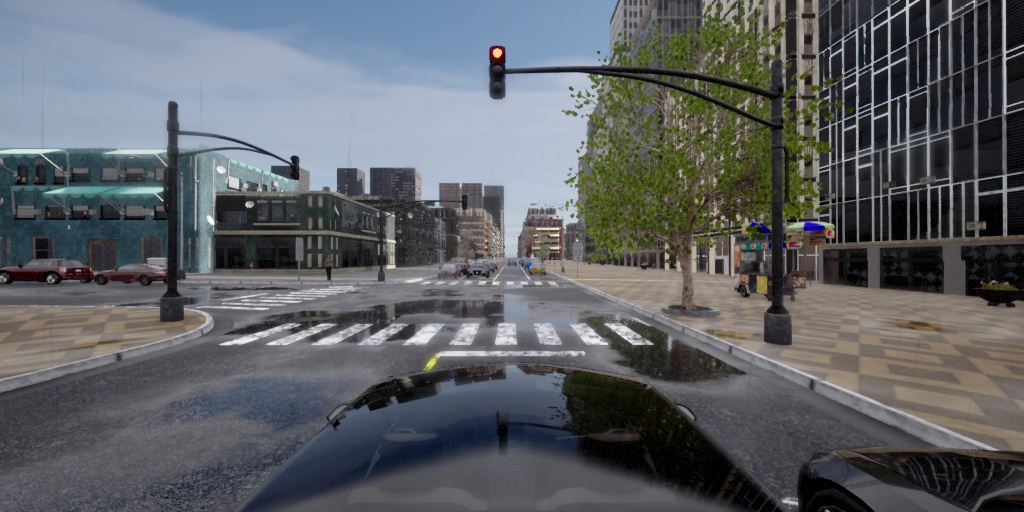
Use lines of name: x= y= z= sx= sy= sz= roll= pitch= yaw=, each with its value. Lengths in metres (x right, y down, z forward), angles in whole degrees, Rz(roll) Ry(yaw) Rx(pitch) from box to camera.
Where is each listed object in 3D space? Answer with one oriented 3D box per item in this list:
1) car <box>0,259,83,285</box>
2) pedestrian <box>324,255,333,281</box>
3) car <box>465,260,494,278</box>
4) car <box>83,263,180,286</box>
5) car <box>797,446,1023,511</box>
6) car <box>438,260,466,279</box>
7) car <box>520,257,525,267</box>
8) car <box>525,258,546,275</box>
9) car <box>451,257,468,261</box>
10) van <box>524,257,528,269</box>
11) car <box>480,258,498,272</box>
car: x=-28.360 y=0.879 z=21.800 sx=4.097 sy=1.591 sz=1.967 roll=0 pitch=0 yaw=-1
pedestrian: x=-12.739 y=0.788 z=24.963 sx=0.375 sy=1.860 sz=0.375 roll=0 pitch=-1 yaw=-1
car: x=-3.085 y=1.316 z=33.779 sx=1.994 sy=1.385 sz=4.181 roll=0 pitch=0 yaw=0
car: x=-22.812 y=1.089 z=21.876 sx=4.207 sy=1.307 sz=1.802 roll=0 pitch=0 yaw=-1
car: x=2.691 y=1.316 z=0.476 sx=1.948 sy=1.339 sz=4.313 roll=0 pitch=0 yaw=0
car: x=-5.676 y=1.334 z=32.956 sx=1.802 sy=1.307 sz=4.207 roll=0 pitch=0 yaw=0
car: x=2.713 y=1.305 z=55.159 sx=2.007 sy=1.370 sz=4.403 roll=0 pitch=0 yaw=0
car: x=2.706 y=1.278 z=38.676 sx=1.751 sy=1.417 sz=4.829 roll=0 pitch=0 yaw=0
car: x=-5.674 y=1.067 z=38.507 sx=2.192 sy=1.841 sz=5.009 roll=0 pitch=0 yaw=0
van: x=2.709 y=1.094 z=44.057 sx=1.690 sy=1.789 sz=3.998 roll=0 pitch=0 yaw=0
car: x=-3.081 y=1.317 z=43.828 sx=1.994 sy=1.385 sz=4.181 roll=0 pitch=0 yaw=0
